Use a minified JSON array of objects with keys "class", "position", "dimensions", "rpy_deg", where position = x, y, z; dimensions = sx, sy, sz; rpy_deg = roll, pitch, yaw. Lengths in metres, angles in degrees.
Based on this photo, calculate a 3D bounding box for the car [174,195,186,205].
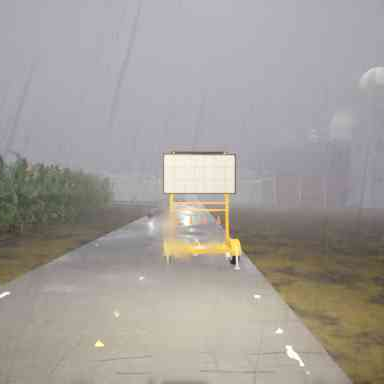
[{"class":"car","position":[-2.480,1.544,67.535],"dimensions":[2.150,2.045,5.566],"rpy_deg":[0,0,0]}]

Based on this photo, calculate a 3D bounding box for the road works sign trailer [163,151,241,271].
[{"class":"road works sign trailer","position":[0.233,0.471,11.020],"dimensions":[2.380,3.560,2.880],"rpy_deg":[0,0,-4]}]

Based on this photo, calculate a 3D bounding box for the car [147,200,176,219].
[{"class":"car","position":[-2.733,1.631,29.394],"dimensions":[1.994,1.385,4.181],"rpy_deg":[0,0,0]}]
